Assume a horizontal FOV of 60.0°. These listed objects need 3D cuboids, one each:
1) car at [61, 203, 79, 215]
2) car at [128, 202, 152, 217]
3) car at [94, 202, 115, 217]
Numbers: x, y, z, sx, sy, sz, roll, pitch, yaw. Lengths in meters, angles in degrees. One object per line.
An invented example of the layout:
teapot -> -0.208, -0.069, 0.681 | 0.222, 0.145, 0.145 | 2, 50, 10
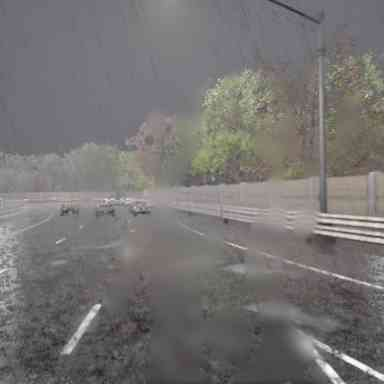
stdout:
car -> -14.497, 1.983, 39.485 | 1.895, 1.301, 4.718 | 0, 0, -22
car -> -5.599, 1.813, 35.488 | 2.033, 1.411, 5.357 | 0, 0, -19
car -> -9.351, 1.796, 35.393 | 2.128, 1.511, 4.902 | 0, 0, -18
